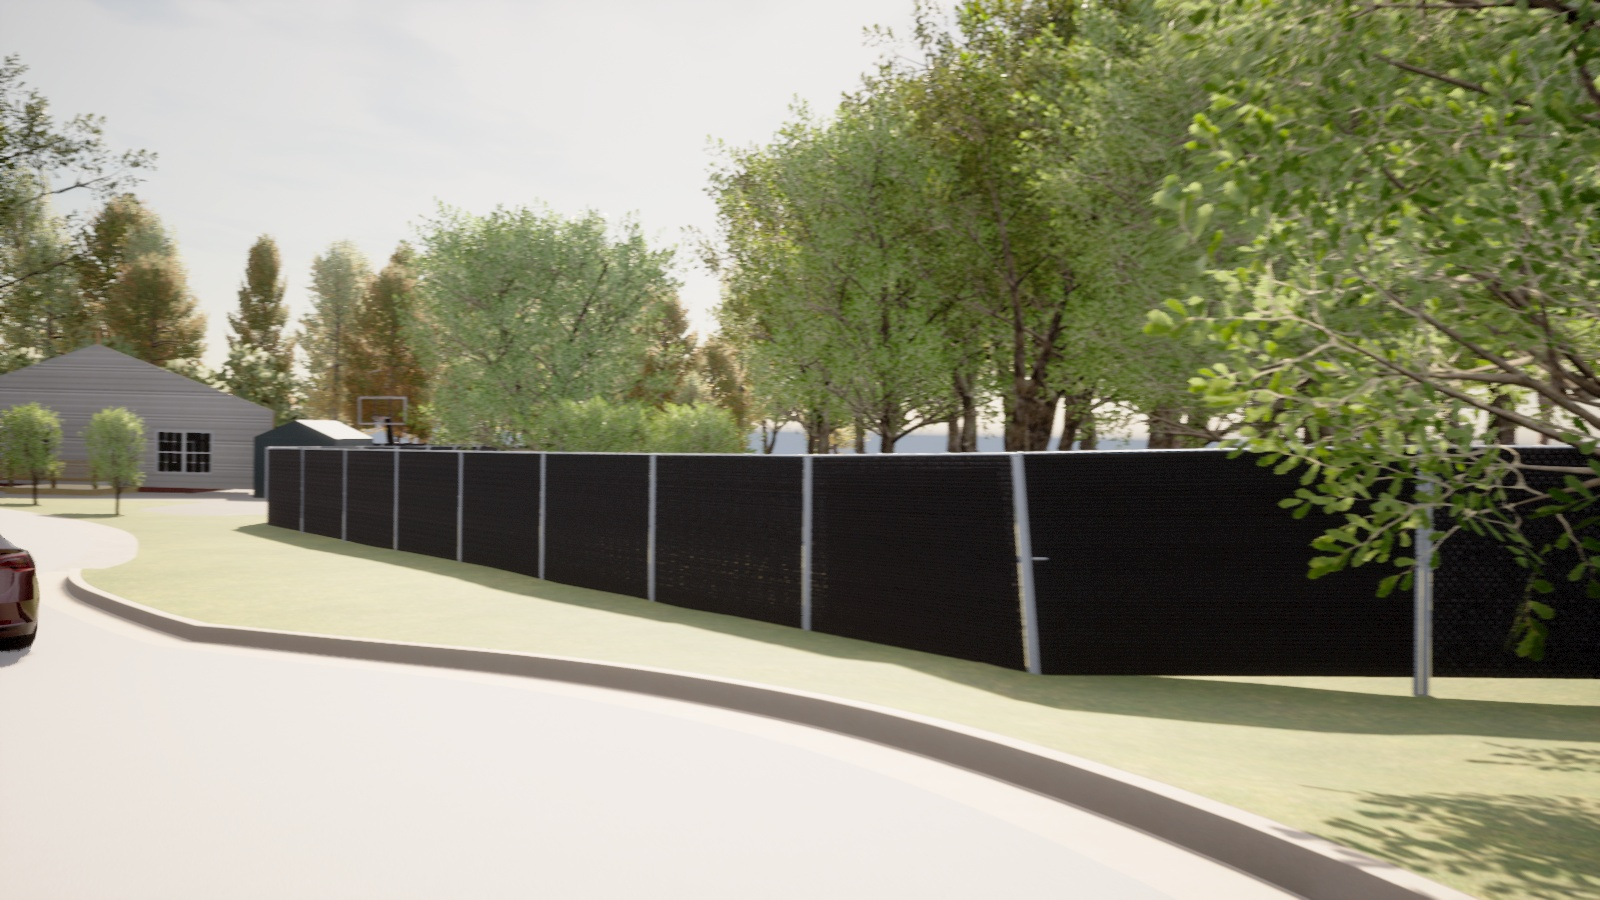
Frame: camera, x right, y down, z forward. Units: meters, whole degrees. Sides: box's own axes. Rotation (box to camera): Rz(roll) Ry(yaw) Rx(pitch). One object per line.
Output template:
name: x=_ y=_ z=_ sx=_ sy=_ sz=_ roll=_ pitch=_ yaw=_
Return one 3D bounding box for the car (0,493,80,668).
car: x=-9.293 y=1.201 z=12.607 sx=4.792 sy=1.488 sz=2.163 roll=1 pitch=0 yaw=42
